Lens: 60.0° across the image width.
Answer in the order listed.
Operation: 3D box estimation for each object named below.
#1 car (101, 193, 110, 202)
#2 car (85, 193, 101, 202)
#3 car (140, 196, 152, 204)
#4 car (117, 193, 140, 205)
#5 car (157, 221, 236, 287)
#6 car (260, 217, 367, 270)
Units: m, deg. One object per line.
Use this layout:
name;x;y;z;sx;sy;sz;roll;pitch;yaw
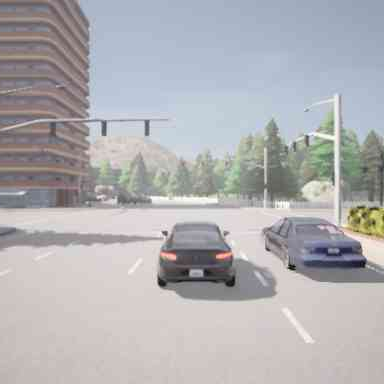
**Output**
car;-20.674;1.165;73.662;5.566;2.045;2.150;0;0;34
car;-22.515;1.167;70.688;5.566;2.045;2.150;0;0;34
car;-8.960;1.453;61.175;1.837;1.490;4.892;0;0;-30
car;-11.492;1.173;58.556;2.150;2.045;5.566;0;0;-28
car;0.106;1.518;9.201;1.812;1.442;4.674;0;0;0
car;3.625;1.538;10.965;2.033;1.411;5.357;0;0;1
